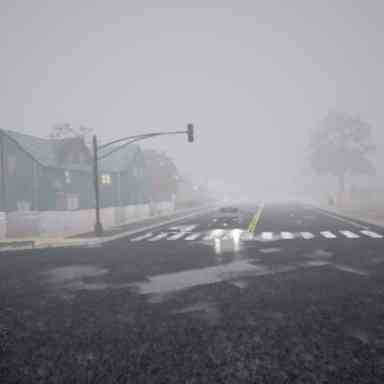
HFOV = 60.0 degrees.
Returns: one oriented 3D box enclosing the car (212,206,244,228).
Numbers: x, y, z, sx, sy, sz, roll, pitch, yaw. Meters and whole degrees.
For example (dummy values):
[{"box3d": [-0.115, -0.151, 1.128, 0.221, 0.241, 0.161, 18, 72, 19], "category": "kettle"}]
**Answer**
[{"box3d": [2.713, 1.731, 24.047, 2.033, 1.411, 5.357, -3, -1, 13], "category": "car"}]
